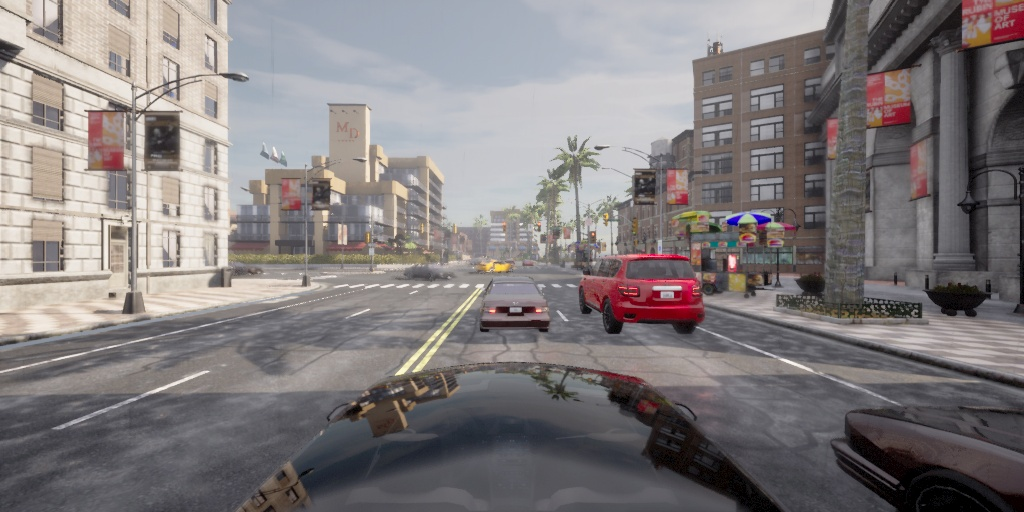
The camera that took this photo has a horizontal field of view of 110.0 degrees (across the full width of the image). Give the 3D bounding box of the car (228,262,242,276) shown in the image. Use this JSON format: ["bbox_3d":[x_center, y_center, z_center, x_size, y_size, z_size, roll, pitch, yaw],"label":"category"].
[{"bbox_3d":[-28.228,1.227,32.914,5.008,1.535,1.882,0,0,-1],"label":"car"}]

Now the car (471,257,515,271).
[{"bbox_3d":[-1.934,1.228,42.444,5.008,1.535,1.882,0,1,-44],"label":"car"}]

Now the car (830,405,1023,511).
[{"bbox_3d":[3.534,1.297,0.438,2.033,1.411,5.357,0,0,1],"label":"car"}]

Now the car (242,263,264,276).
[{"bbox_3d":[-28.363,1.297,36.409,5.357,1.411,2.033,0,0,-1],"label":"car"}]

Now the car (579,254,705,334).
[{"bbox_3d":[3.501,0.971,10.779,2.150,2.045,5.566,0,0,0],"label":"car"}]

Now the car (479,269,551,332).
[{"bbox_3d":[0.015,1.297,10.834,2.033,1.411,5.357,0,0,-2],"label":"car"}]

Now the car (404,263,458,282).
[{"bbox_3d":[-6.789,1.297,29.527,5.357,1.411,2.033,0,0,42],"label":"car"}]
